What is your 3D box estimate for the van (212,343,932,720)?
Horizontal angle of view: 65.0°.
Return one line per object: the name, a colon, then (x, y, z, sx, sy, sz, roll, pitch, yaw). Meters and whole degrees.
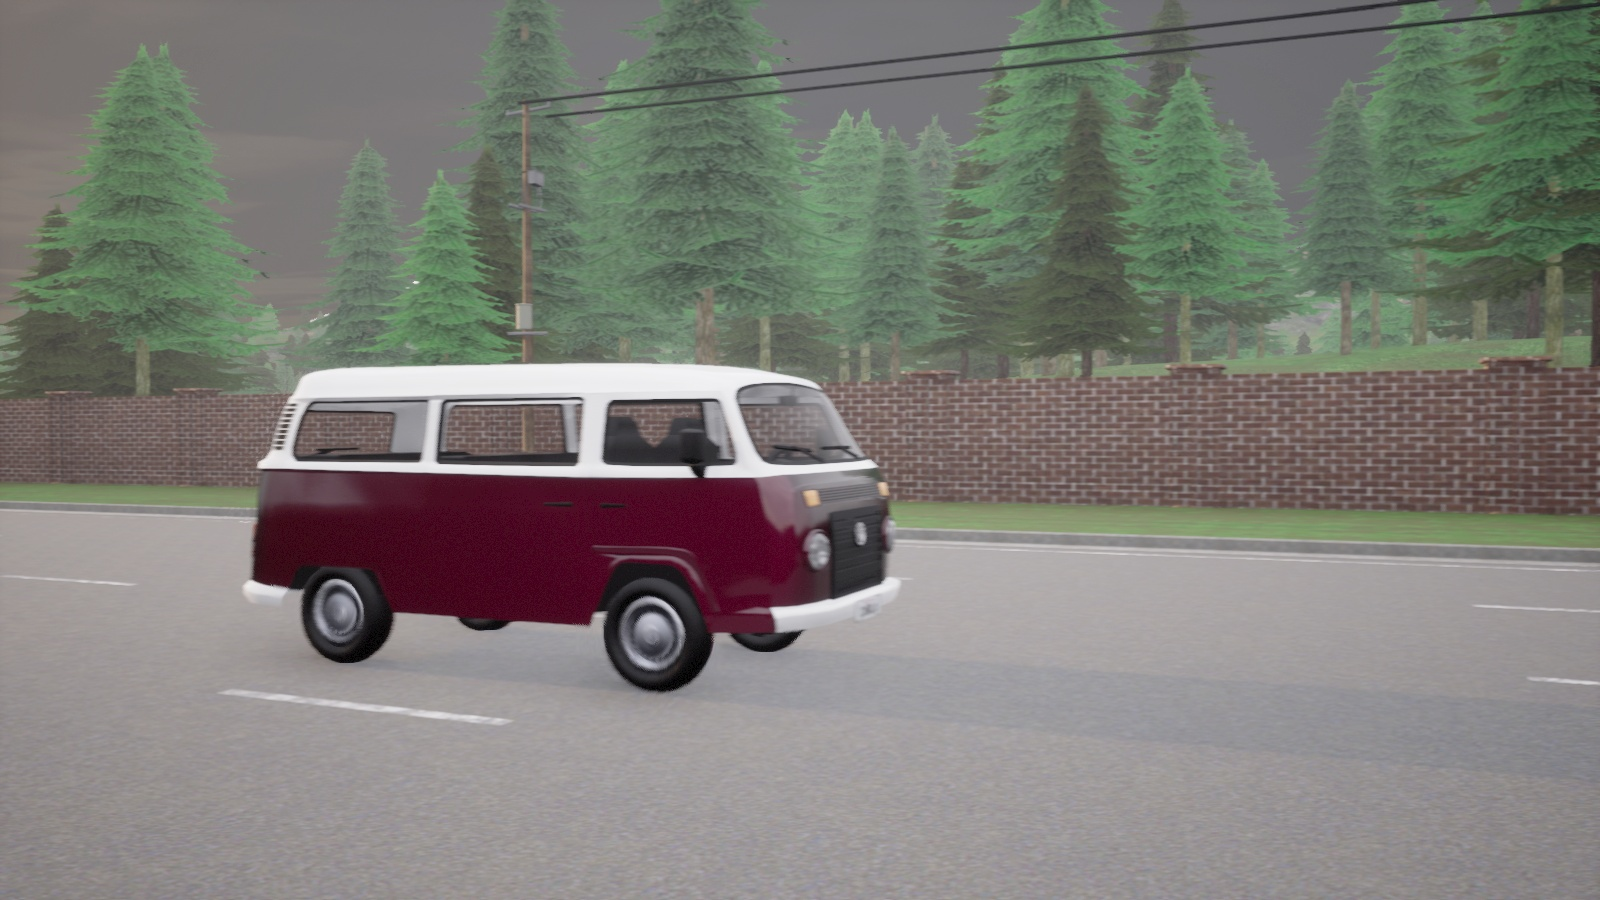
van: (-1.561, 0.404, 8.639, 4.480, 2.038, 2.069, 1, 1, 24)
